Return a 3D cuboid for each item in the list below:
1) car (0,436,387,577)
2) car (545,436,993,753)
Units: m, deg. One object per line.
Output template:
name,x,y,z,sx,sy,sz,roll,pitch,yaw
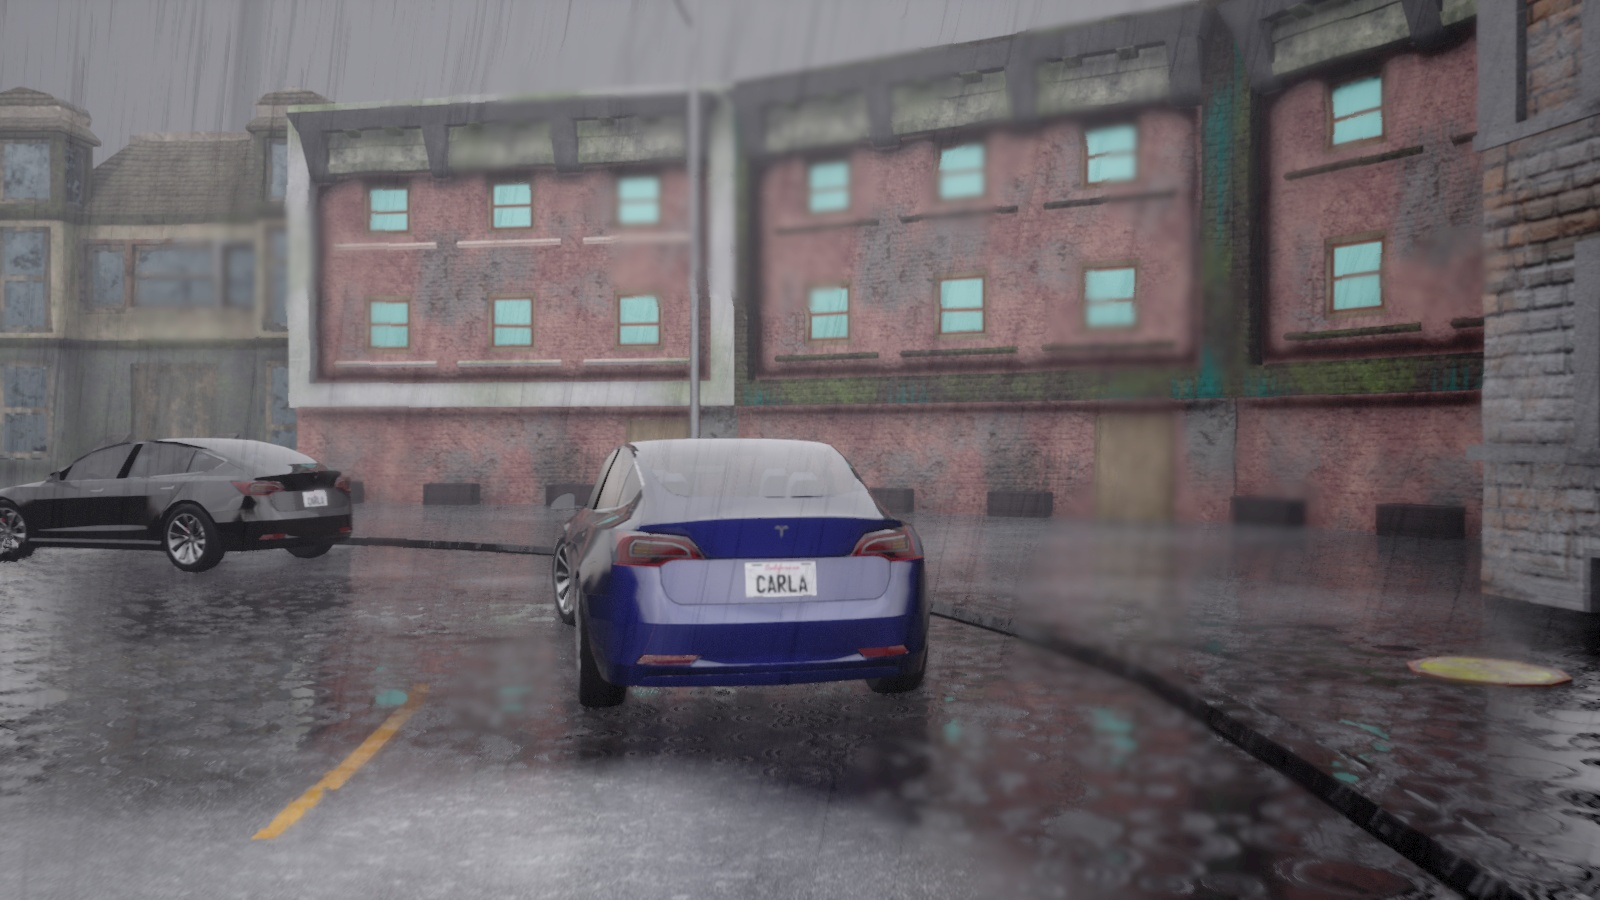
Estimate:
car,-7.652,0.576,15.177,4.792,1.488,2.163,0,1,23
car,-0.585,0.655,8.473,2.163,1.488,4.792,0,1,-12
